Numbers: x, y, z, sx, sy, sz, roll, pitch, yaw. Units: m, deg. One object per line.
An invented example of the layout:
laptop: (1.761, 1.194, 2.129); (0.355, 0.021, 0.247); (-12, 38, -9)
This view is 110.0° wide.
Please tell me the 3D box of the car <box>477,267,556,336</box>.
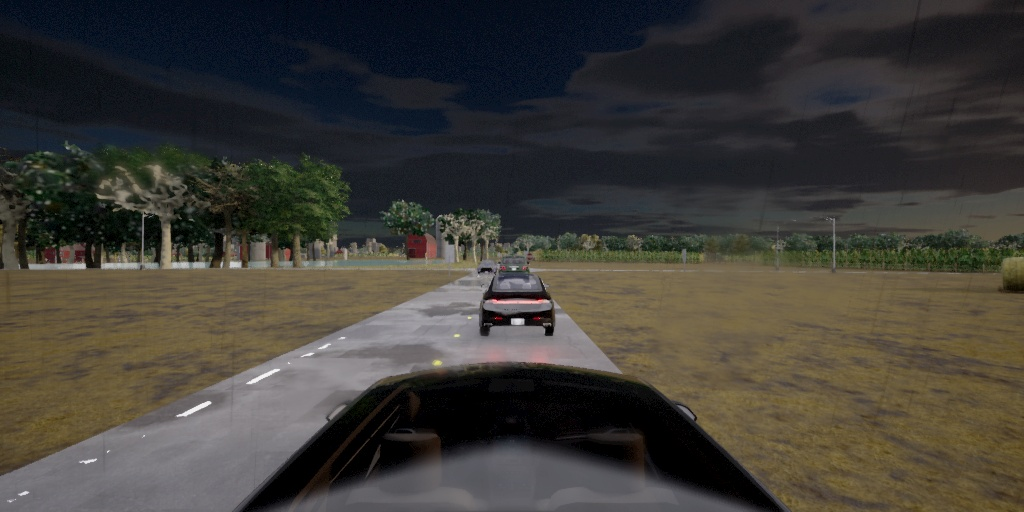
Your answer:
car: (0.115, 1.241, 10.364); (2.128, 1.511, 4.902); (0, 0, 0)

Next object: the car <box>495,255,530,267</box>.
car: (0.135, 0.966, 26.564); (2.150, 2.045, 5.566); (0, 0, 0)

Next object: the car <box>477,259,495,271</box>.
car: (-2.699, 1.152, 40.429); (2.097, 1.767, 4.553); (0, 0, 0)
